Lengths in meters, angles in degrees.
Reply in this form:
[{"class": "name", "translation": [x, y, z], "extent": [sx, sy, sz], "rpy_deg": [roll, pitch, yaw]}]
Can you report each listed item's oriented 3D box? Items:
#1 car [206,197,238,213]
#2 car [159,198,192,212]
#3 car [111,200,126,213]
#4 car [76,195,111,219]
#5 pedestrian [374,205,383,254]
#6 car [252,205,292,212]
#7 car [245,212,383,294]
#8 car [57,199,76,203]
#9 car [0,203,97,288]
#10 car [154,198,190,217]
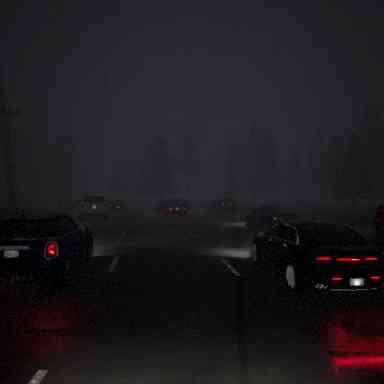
[{"class": "car", "translation": [3.254, 1.353, 36.805], "extent": [2.097, 1.767, 4.553], "rpy_deg": [0, 0, -21]}, {"class": "car", "translation": [-2.021, 1.478, 39.492], "extent": [1.882, 1.535, 5.008], "rpy_deg": [0, 0, -29]}, {"class": "car", "translation": [-8.732, 1.564, 36.612], "extent": [1.994, 1.385, 4.181], "rpy_deg": [0, 0, -30]}, {"class": "car", "translation": [-8.607, 1.223, 28.688], "extent": [2.150, 2.045, 5.566], "rpy_deg": [0, 0, -20]}, {"class": "pedestrian", "translation": [6.637, 1.294, 11.576], "extent": [0.375, 1.860, 0.375], "rpy_deg": [0, 0, -7]}, {"class": "car", "translation": [4.739, 1.525, 19.880], "extent": [1.812, 1.442, 4.674], "rpy_deg": [0, 0, -12]}, {"class": "car", "translation": [2.974, 1.504, 8.849], "extent": [1.837, 1.490, 4.892], "rpy_deg": [0, 0, -5]}, {"class": "car", "translation": [-16.790, 1.601, 46.140], "extent": [4.718, 1.301, 1.895], "rpy_deg": [0, 0, 39]}, {"class": "car", "translation": [-4.141, 1.351, 9.244], "extent": [2.097, 1.767, 4.553], "rpy_deg": [0, 0, -7]}, {"class": "car", "translation": [-2.162, 1.547, 31.578], "extent": [2.033, 1.411, 5.357], "rpy_deg": [0, 0, -21]}]
